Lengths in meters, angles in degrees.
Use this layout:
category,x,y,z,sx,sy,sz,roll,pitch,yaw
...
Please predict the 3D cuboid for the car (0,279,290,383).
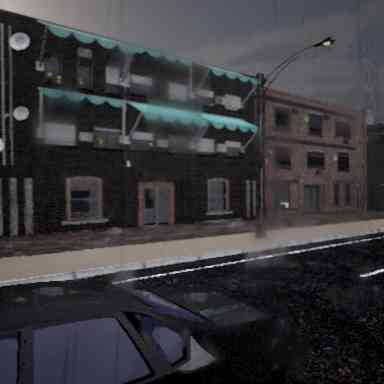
category,x,y,z,sx,sy,sz,roll,pitch,yaw
car,-1.558,1.547,2.575,5.357,1.411,2.033,0,0,-36
